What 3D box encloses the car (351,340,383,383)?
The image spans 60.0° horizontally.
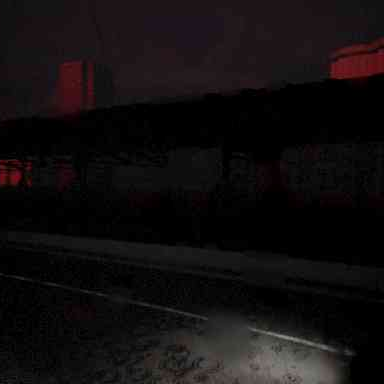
[{"bbox_3d":[3.264,1.511,1.522,4.674,1.442,1.812,0,0,37],"label":"car"}]
